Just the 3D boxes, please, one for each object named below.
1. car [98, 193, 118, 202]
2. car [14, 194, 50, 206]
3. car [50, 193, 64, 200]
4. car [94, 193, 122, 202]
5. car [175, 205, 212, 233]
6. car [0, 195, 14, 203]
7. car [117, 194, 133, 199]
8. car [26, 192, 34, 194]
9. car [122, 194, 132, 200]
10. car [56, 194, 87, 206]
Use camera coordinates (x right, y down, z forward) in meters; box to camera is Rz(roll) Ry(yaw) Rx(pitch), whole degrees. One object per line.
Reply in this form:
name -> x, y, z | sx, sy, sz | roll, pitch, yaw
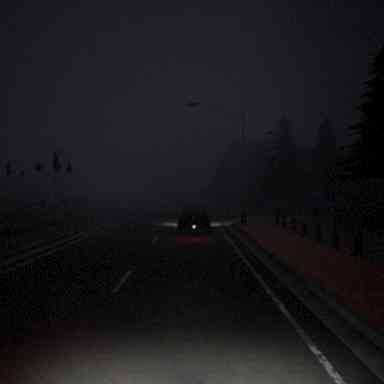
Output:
car -> -17.664, 1.067, 70.071 | 3.866, 1.878, 1.905 | 0, 0, 0
car -> -24.807, 1.381, 51.561 | 3.806, 1.475, 1.970 | 0, 0, 0
car -> -35.049, 1.082, 86.002 | 4.605, 1.855, 1.932 | 0, 0, 0
car -> -17.251, 1.089, 67.165 | 4.605, 1.855, 1.932 | 0, 0, 0
car -> 0.102, 1.499, 19.376 | 1.837, 1.490, 4.892 | 0, 0, 0
car -> -35.801, 1.313, 63.553 | 3.633, 1.501, 1.845 | 0, 0, 0
car -> -17.990, 1.215, 89.283 | 3.806, 1.475, 1.970 | 0, 0, 0
car -> -35.759, 1.288, 73.546 | 4.514, 1.523, 2.007 | 0, 0, 0
car -> -17.666, 1.139, 82.865 | 5.027, 1.636, 2.152 | 0, 0, 0
car -> -17.386, 1.372, 48.582 | 3.633, 1.501, 1.845 | 0, 0, 0
